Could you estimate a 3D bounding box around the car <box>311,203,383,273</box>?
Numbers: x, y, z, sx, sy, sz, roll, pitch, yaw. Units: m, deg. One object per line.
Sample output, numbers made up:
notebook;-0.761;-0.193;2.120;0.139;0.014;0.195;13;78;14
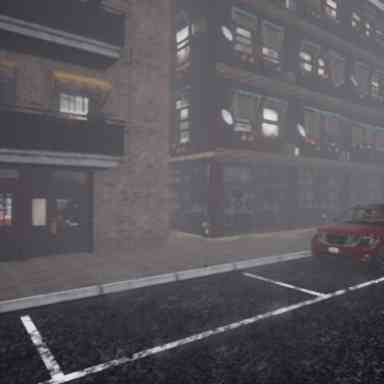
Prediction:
car;6.067;1.326;10.883;5.009;1.841;2.192;0;0;-35
